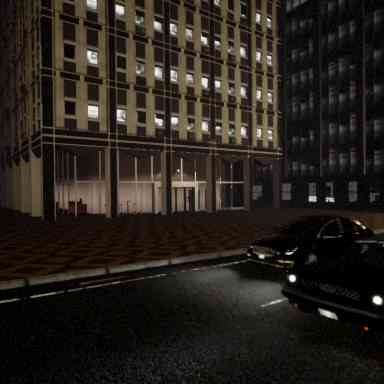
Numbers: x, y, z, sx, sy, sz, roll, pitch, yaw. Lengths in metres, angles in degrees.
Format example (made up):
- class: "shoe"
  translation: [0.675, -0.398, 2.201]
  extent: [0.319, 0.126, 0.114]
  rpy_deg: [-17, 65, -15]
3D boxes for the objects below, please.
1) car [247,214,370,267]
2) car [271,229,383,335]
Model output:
- class: "car"
  translation: [3.869, 1.502, 10.458]
  extent: [4.892, 1.490, 1.837]
  rpy_deg: [0, 0, -36]
- class: "car"
  translation: [3.921, 1.599, 6.497]
  extent: [4.718, 1.301, 1.895]
  rpy_deg: [0, 0, -36]
